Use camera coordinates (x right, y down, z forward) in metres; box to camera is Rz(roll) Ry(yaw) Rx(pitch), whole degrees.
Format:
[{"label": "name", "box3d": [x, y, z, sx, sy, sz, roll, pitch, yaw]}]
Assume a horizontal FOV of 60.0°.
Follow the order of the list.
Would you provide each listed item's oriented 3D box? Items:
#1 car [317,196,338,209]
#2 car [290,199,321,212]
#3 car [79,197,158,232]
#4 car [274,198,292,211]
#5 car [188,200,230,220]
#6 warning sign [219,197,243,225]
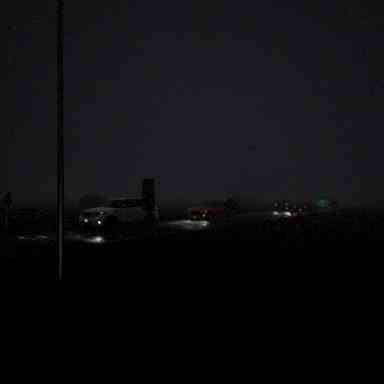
[{"label": "car", "box3d": [20.852, 1.601, 51.369, 2.150, 2.045, 5.566, 0, -1, 37]}, {"label": "car", "box3d": [14.791, 1.921, 43.136, 1.895, 1.301, 4.718, 0, -1, 37]}, {"label": "car", "box3d": [-4.622, 1.362, 21.896, 2.150, 2.045, 5.566, 0, -1, 37]}, {"label": "car", "box3d": [12.927, 1.692, 45.400, 2.097, 1.767, 4.553, 0, -1, 37]}, {"label": "car", "box3d": [1.575, 1.568, 30.227, 2.097, 1.767, 4.553, 0, -1, 37]}, {"label": "warning sign", "box3d": [2.665, 1.263, 22.803, 1.300, 1.860, 1.060, 0, 0, 37]}]
